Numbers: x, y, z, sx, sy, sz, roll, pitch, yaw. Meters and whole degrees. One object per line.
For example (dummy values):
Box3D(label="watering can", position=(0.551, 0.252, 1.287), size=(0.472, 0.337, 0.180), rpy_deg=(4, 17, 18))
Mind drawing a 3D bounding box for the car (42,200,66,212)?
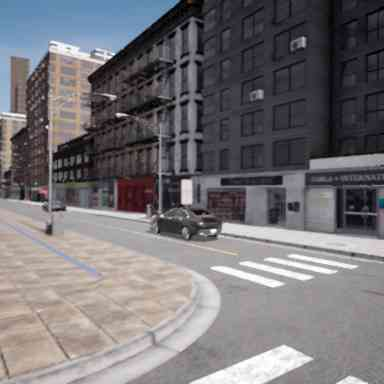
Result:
Box3D(label="car", position=(-16.418, 1.622, 39.563), size=(1.994, 1.385, 4.181), rpy_deg=(1, 0, -36))

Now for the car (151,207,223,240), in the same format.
Box3D(label="car", position=(-0.409, 1.580, 17.629), size=(1.837, 1.490, 4.892), rpy_deg=(1, 0, -36))
